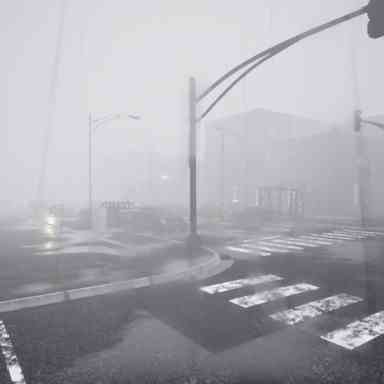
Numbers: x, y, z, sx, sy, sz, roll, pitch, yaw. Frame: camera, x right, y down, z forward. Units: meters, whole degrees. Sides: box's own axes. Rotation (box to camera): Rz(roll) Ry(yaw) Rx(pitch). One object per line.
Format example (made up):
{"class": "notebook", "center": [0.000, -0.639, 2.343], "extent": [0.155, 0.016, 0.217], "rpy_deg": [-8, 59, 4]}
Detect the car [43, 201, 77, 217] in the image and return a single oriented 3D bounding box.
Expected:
{"class": "car", "center": [-15.382, 2.053, 38.532], "extent": [2.008, 1.369, 4.403], "rpy_deg": [-1, 0, -36]}

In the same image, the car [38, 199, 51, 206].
{"class": "car", "center": [-35.510, 2.495, 80.041], "extent": [1.752, 1.417, 4.829], "rpy_deg": [-1, 0, -36]}

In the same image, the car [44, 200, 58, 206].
{"class": "car", "center": [-32.062, 2.445, 75.347], "extent": [1.887, 1.381, 4.507], "rpy_deg": [-1, 0, -36]}

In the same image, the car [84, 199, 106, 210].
{"class": "car", "center": [-15.333, 2.003, 52.563], "extent": [1.967, 1.590, 4.097], "rpy_deg": [-1, 0, -36]}

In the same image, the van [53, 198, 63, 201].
{"class": "van", "center": [-28.721, 2.174, 70.790], "extent": [1.690, 1.788, 3.998], "rpy_deg": [-1, 0, -36]}

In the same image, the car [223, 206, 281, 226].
{"class": "car", "center": [4.751, 1.725, 25.222], "extent": [1.947, 1.339, 4.313], "rpy_deg": [-1, 0, -36]}

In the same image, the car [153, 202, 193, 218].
{"class": "car", "center": [-2.044, 1.821, 34.473], "extent": [1.752, 1.417, 4.829], "rpy_deg": [-1, 0, -36]}

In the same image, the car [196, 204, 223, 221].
{"class": "car", "center": [1.303, 1.753, 29.916], "extent": [1.752, 1.417, 4.829], "rpy_deg": [-1, 0, -36]}

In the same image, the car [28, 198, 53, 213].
{"class": "car", "center": [-22.080, 1.952, 47.645], "extent": [2.192, 1.841, 5.009], "rpy_deg": [-1, 0, -36]}

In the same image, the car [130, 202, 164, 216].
{"class": "car", "center": [-5.290, 1.911, 38.893], "extent": [2.008, 1.369, 4.403], "rpy_deg": [-1, 0, -36]}

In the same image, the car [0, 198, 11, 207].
{"class": "car", "center": [-42.194, 2.358, 74.961], "extent": [2.192, 1.841, 5.009], "rpy_deg": [-1, 0, -36]}

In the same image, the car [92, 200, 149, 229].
{"class": "car", "center": [-5.346, 1.616, 24.862], "extent": [2.192, 1.841, 5.009], "rpy_deg": [-1, 0, -36]}

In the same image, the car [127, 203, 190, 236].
{"class": "car", "center": [-1.997, 1.674, 20.305], "extent": [1.967, 1.590, 4.097], "rpy_deg": [-1, 0, -36]}

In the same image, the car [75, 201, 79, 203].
{"class": "car", "center": [-22.022, 2.280, 61.677], "extent": [1.802, 1.307, 4.206], "rpy_deg": [-1, 0, -36]}

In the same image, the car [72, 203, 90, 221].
{"class": "car", "center": [-8.688, 1.919, 29.419], "extent": [2.008, 1.369, 4.403], "rpy_deg": [-1, 0, -36]}
